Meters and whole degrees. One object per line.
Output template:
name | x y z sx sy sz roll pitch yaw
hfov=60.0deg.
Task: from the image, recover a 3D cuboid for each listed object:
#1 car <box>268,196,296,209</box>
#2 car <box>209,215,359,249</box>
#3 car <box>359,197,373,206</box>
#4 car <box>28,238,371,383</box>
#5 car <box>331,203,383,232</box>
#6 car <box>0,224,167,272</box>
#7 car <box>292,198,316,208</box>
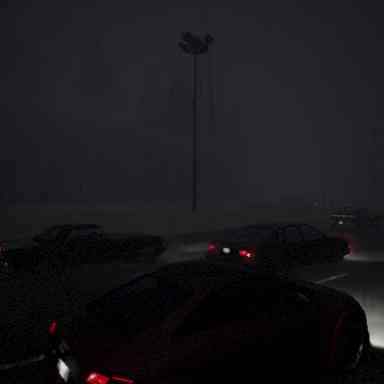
car | 12.664 1.575 43.747 2.150 2.045 5.566 0 0 42
car | 2.878 1.631 10.443 5.357 1.411 2.033 1 0 -38
car | 37.055 2.033 70.785 2.097 1.767 4.553 0 0 32
car | 0.436 1.593 4.222 4.181 1.385 1.994 1 0 -36
car | 10.873 1.697 21.880 4.902 1.511 2.128 1 0 -42
car | -3.158 1.644 10.228 4.718 1.301 1.895 1 0 -37
car | 12.778 1.815 38.753 2.128 1.511 4.902 0 0 43
